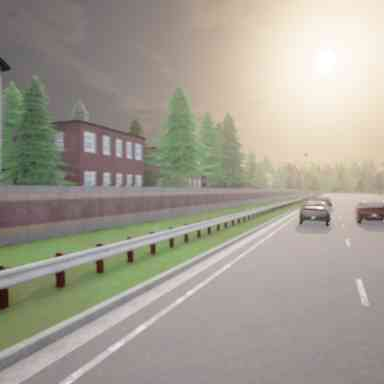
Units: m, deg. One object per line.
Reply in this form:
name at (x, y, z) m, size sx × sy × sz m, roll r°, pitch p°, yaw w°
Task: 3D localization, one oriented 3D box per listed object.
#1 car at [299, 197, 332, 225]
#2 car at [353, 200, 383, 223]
car at (8.387, 1.360, 22.641) m, size 2.128 × 1.511 × 4.902 m, roll -1°, pitch 0°, yaw 23°
car at (12.440, 1.305, 23.209) m, size 1.882 × 1.535 × 5.008 m, roll -1°, pitch 0°, yaw 23°
